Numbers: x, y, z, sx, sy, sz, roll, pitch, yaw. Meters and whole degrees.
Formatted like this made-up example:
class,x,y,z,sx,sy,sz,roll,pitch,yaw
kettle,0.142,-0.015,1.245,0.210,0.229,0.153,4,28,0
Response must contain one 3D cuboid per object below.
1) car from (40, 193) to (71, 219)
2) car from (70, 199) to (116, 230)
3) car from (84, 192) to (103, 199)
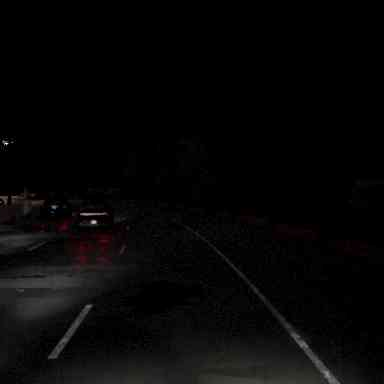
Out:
class,x,y,z,sx,sy,sz,roll,pitch,yaw
car,-11.281,1.228,27.829,2.097,1.767,4.553,0,0,-16
car,-5.758,1.395,20.279,2.128,1.511,4.902,0,0,-11
car,-18.264,0.935,61.595,2.150,2.045,5.566,0,0,-34
